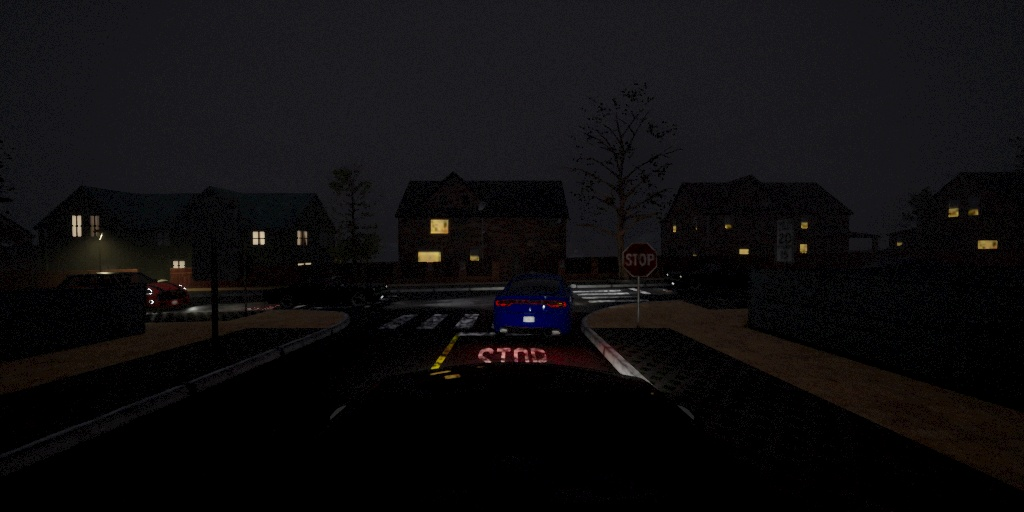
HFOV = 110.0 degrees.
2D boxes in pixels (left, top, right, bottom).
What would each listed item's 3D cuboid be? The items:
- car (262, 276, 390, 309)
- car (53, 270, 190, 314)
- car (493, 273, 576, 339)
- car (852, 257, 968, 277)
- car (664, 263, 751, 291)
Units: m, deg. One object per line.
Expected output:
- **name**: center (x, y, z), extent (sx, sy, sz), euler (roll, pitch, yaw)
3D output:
- **car**: center (-7.806, 1.506, 15.450), extent (4.718, 1.301, 1.895), euler (-1, 1, 0)
- **car**: center (-16.793, 1.472, 15.446), extent (4.553, 1.767, 2.097), euler (-1, 1, 0)
- **car**: center (0.790, 1.226, 10.239), extent (1.882, 1.535, 5.008), euler (0, 0, 10)
- **car**: center (20.063, 0.753, 18.403), extent (5.357, 1.411, 2.033), euler (-1, 1, 0)
- **car**: center (10.417, 1.034, 18.370), extent (4.718, 1.301, 1.895), euler (-1, 1, -1)
